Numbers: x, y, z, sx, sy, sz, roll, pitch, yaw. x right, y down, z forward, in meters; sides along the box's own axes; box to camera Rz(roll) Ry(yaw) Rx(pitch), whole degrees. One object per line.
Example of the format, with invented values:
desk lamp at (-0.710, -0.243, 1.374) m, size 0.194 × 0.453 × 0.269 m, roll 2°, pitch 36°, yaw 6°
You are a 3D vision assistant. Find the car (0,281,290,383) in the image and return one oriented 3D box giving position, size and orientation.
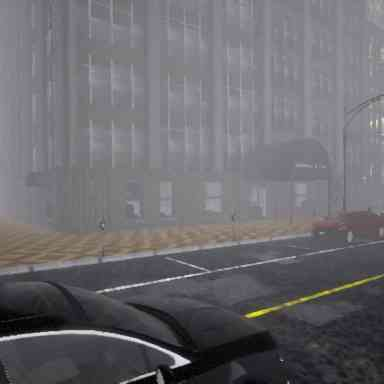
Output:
car at (-1.310, 1.506, 2.500) m, size 4.892 × 1.490 × 1.837 m, roll 0°, pitch 0°, yaw -36°

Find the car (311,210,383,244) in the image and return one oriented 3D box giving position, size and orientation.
car at (7.474, 1.542, 15.764) m, size 4.507 × 1.381 × 1.887 m, roll 0°, pitch -1°, yaw -35°
